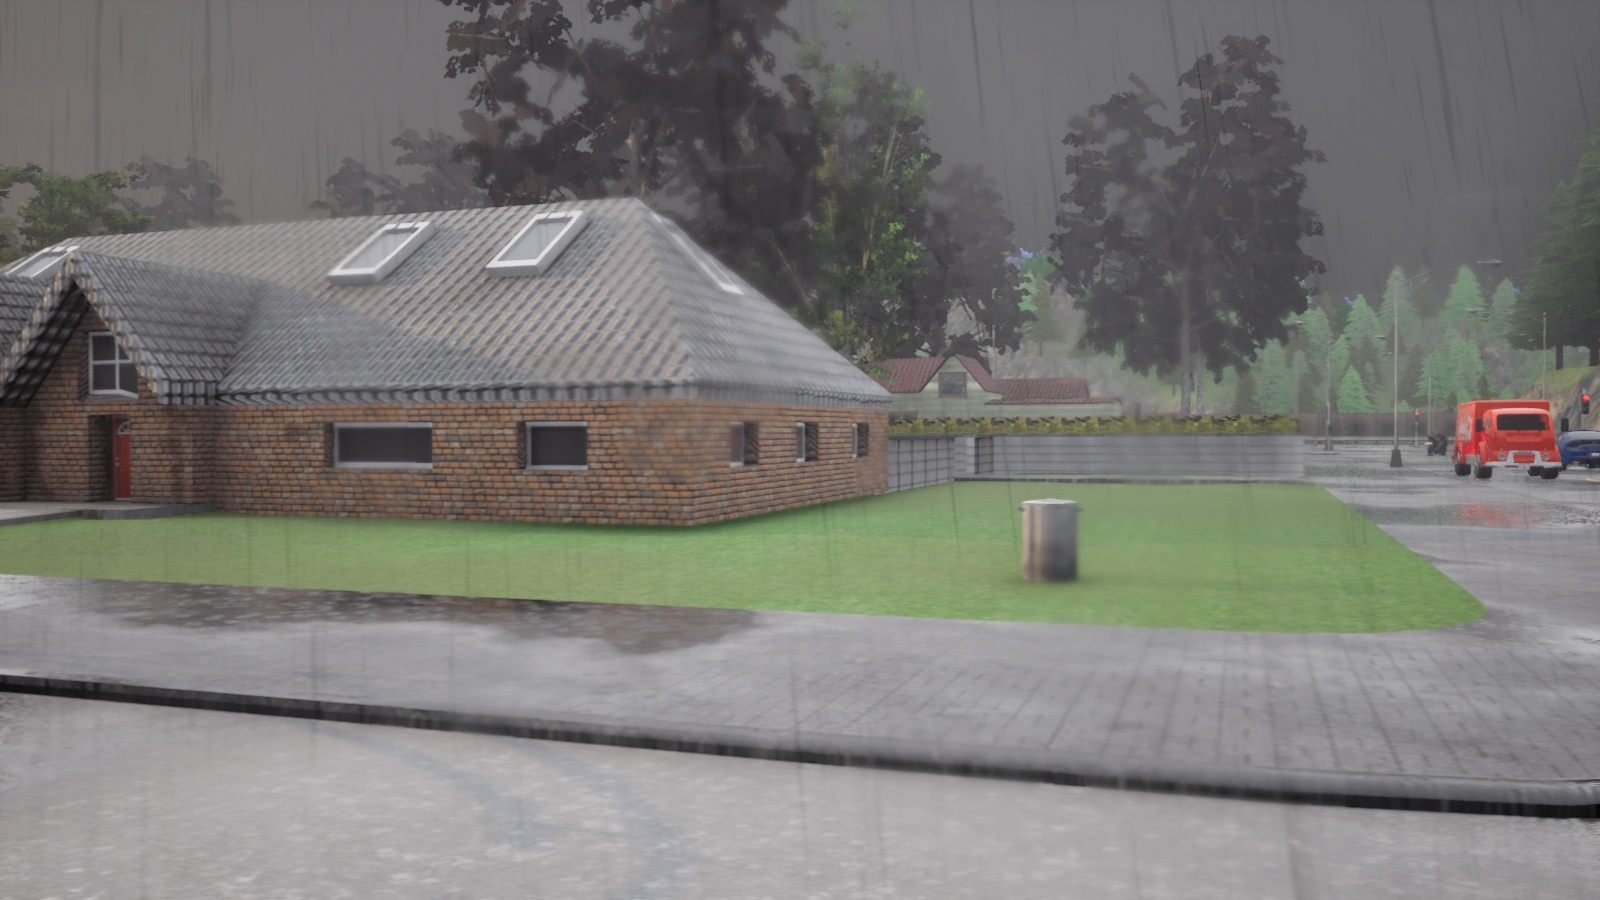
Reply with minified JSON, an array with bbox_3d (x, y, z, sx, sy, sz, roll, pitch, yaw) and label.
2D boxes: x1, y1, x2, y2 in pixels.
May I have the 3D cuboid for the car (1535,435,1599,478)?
[{"bbox_3d":[29.406,0.202,47.440,1.882,1.535,5.008,1,1,19],"label":"car"}]

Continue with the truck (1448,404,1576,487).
[{"bbox_3d":[22.542,-0.177,40.016,2.627,2.467,5.204,1,1,19],"label":"truck"}]

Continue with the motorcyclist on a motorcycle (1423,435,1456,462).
[{"bbox_3d":[36.576,-0.082,71.852,2.191,1.530,0.866,0,0,-39],"label":"motorcyclist on a motorcycle"}]
